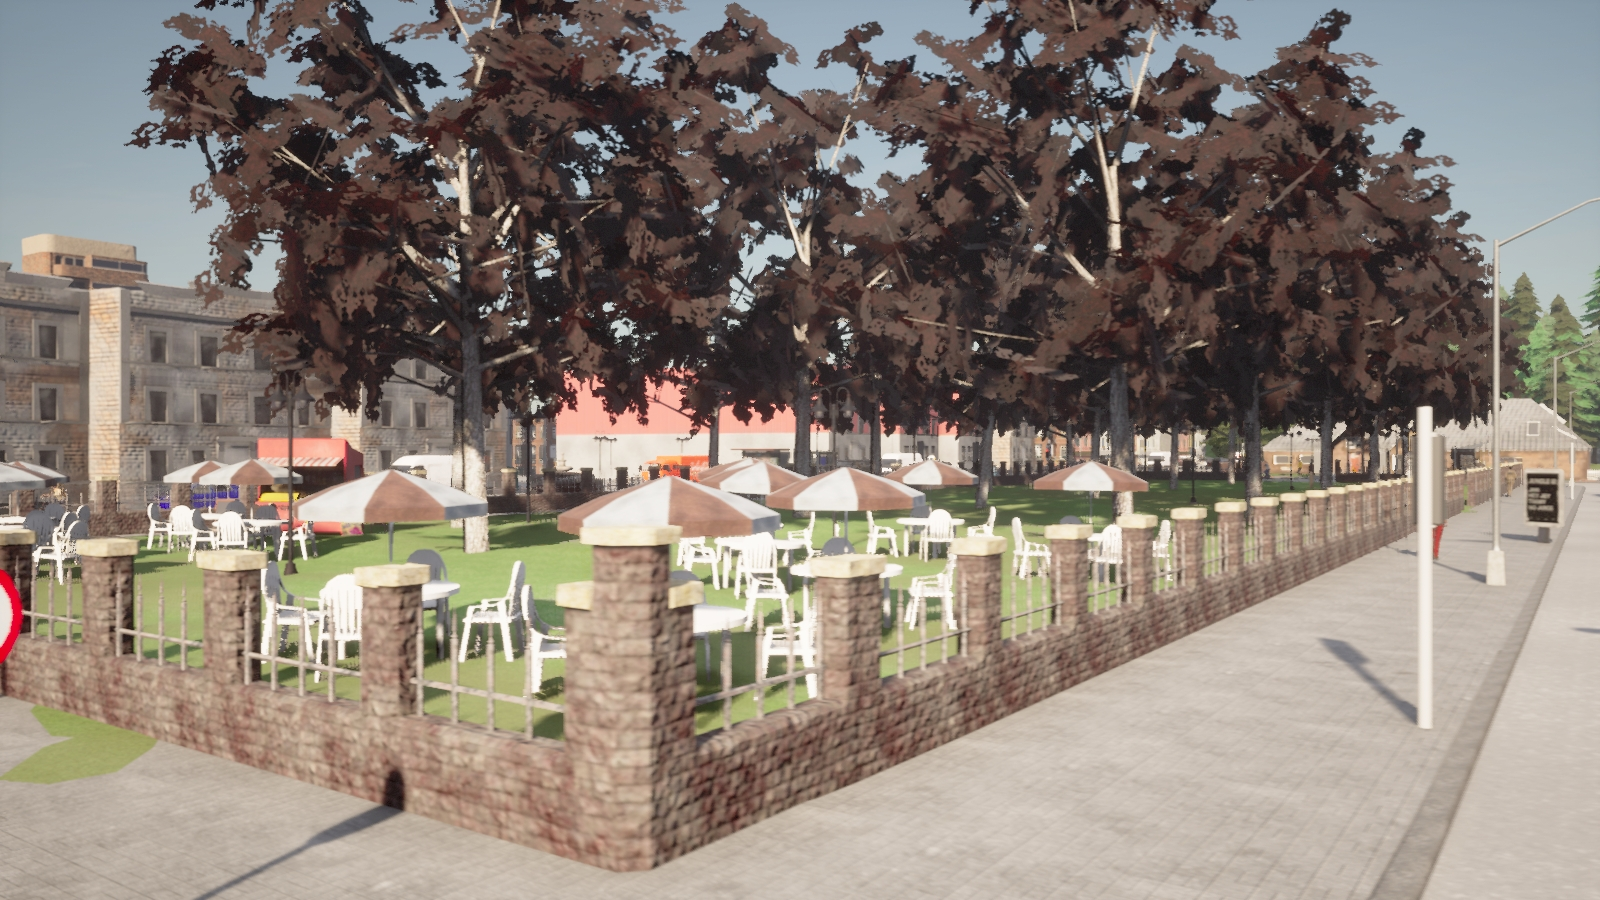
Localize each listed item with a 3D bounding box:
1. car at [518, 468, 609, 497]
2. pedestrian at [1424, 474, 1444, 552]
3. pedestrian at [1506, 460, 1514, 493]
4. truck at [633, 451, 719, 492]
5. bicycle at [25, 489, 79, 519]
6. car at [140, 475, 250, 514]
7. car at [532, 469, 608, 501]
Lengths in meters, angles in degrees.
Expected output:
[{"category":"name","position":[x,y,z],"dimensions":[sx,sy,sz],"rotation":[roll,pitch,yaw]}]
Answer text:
[{"category":"car","position":[-13.379,1.817,64.855],"dimensions":[2.097,1.535,5.006],"rotation":[0,0,35]},{"category":"pedestrian","position":[15.458,1.525,27.838],"dimensions":[0.375,1.860,0.375],"rotation":[0,0,37]},{"category":"pedestrian","position":[40.545,1.524,65.269],"dimensions":[0.375,1.860,0.375],"rotation":[0,0,35]},{"category":"truck","position":[-7.832,1.345,72.780],"dimensions":[2.627,2.467,5.204],"rotation":[0,0,35]},{"category":"bicycle","position":[-28.388,2.039,43.368],"dimensions":[0.859,1.080,1.487],"rotation":[0,0,35]},{"category":"car","position":[-25.263,1.821,47.823],"dimensions":[1.845,1.501,3.633],"rotation":[0,0,35]},{"category":"car","position":[-11.997,1.808,59.808],"dimensions":[1.789,1.549,3.705],"rotation":[0,0,35]}]
